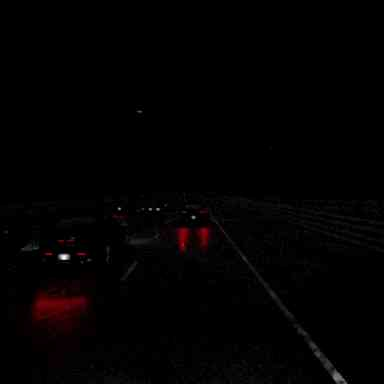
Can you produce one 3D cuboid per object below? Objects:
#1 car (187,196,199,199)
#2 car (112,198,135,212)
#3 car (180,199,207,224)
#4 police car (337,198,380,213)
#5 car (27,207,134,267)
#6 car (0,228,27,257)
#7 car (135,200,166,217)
[{"bbox_3d":[0.103,1.232,40.964,2.097,1.767,4.553,0,0,0],"label":"car"},{"bbox_3d":[-6.903,1.364,34.158,1.837,1.490,4.892,0,0,0],"label":"car"},{"bbox_3d":[0.102,1.452,23.626,1.812,1.442,4.674,0,0,0],"label":"car"},{"bbox_3d":[18.671,1.456,37.669,1.930,1.638,5.238,0,0,-18],"label":"police car"},{"bbox_3d":[-3.399,1.466,11.266,1.837,1.490,4.892,0,0,0],"label":"car"},{"bbox_3d":[-6.903,1.514,9.706,2.033,1.411,5.357,0,0,0],"label":"car"},{"bbox_3d":[-3.398,1.457,29.745,2.033,1.411,5.357,0,0,0],"label":"car"}]
